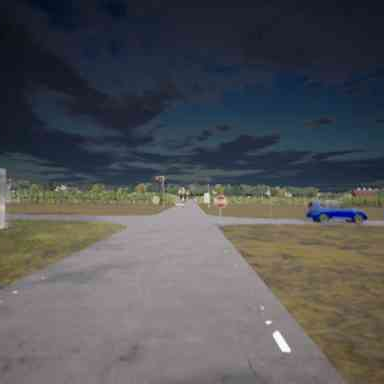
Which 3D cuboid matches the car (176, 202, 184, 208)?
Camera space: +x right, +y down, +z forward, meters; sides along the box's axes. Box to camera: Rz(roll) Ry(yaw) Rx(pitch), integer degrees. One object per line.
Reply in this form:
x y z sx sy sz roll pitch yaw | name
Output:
-2.757 2.930 76.025 1.895 1.301 4.718 0 -1 0 | car

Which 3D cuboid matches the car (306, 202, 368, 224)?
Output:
13.929 1.986 32.233 5.566 2.045 2.150 1 -1 0 | car
